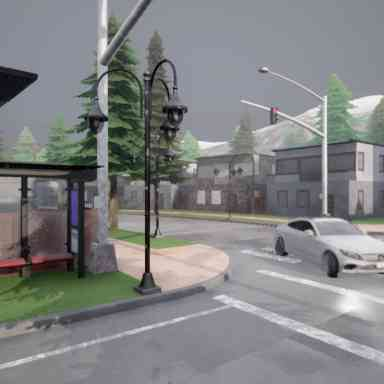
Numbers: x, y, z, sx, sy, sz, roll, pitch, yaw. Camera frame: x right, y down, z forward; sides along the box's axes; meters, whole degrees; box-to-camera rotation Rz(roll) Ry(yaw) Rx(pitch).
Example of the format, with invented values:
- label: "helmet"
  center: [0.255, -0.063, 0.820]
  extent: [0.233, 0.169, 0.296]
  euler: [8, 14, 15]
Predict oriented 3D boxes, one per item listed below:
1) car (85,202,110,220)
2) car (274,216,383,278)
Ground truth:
- label: "car"
  center: [-8.463, 1.528, 26.291]
  extent: [5.357, 1.411, 2.033]
  euler: [0, 0, 40]
- label: "car"
  center: [4.179, 1.516, 10.395]
  extent: [1.812, 1.442, 4.674]
  euler: [1, 0, -11]
